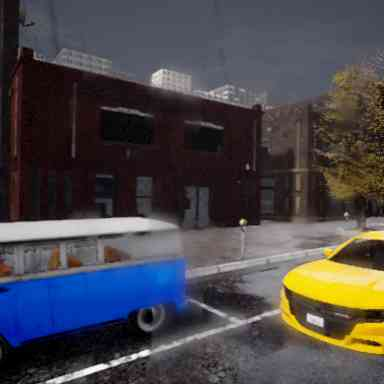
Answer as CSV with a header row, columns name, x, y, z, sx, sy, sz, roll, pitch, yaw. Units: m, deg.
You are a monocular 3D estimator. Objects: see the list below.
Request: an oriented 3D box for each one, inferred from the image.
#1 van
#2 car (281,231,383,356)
name,x,y,z,sx,sy,sz,roll,pitch,yaw
van,-1.990,1.341,5.118,3.998,1.788,1.690,0,1,-35
car,3.703,1.477,6.003,5.008,1.535,1.882,0,0,-36
